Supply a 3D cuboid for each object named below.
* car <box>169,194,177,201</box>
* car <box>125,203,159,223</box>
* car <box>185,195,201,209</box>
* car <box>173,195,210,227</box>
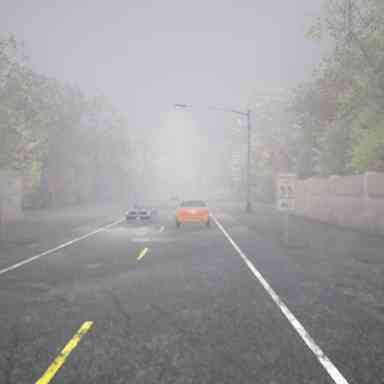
[{"bbox_3d":[-3.496,1.147,66.421,1.994,1.385,4.181,0,0,0],"label":"car"},{"bbox_3d":[-3.589,1.467,24.329,1.895,1.301,4.718,1,0,0],"label":"car"},{"bbox_3d":[0.103,1.246,41.501,1.882,1.535,5.008,0,0,0],"label":"car"},{"bbox_3d":[0.067,1.233,21.977,2.097,1.767,4.553,0,0,0],"label":"car"}]
